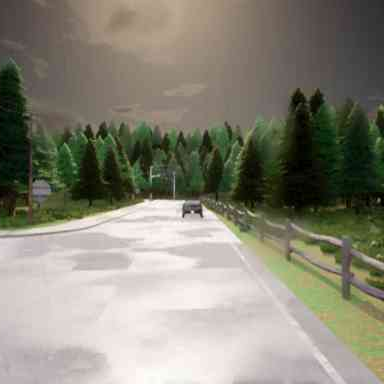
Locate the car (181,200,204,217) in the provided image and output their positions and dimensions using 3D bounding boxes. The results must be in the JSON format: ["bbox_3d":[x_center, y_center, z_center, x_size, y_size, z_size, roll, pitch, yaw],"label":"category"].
[{"bbox_3d":[0.023,1.492,31.601,1.837,1.490,4.892,0,0,-1],"label":"car"}]
